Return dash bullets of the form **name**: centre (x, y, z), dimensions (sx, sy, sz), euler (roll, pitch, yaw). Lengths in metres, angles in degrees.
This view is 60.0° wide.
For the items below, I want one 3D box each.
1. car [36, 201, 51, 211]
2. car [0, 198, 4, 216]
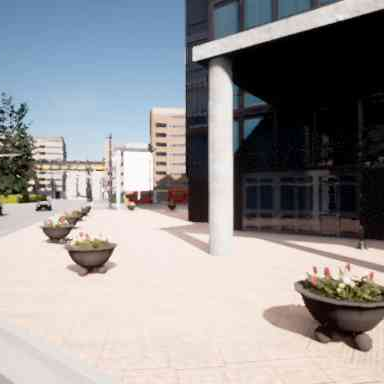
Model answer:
- **car**: centre (-20.620, 1.904, 46.123), dimensions (1.895, 1.301, 4.718), euler (0, 0, -25)
- **car**: centre (-19.730, 1.423, 31.650), dimensions (2.150, 2.045, 5.566), euler (0, -1, -14)
